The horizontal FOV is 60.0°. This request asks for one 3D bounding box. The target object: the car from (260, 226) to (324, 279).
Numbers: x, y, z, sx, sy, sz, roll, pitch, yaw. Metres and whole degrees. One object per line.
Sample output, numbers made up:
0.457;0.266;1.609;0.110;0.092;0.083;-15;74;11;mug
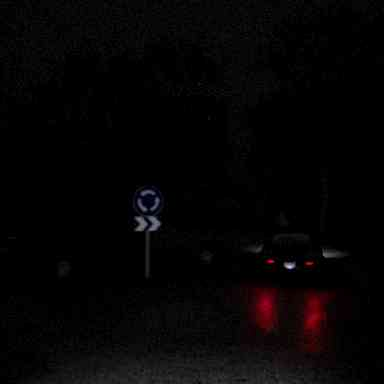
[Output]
3.445;1.884;11.376;1.812;1.442;4.674;-1;-1;19;car
